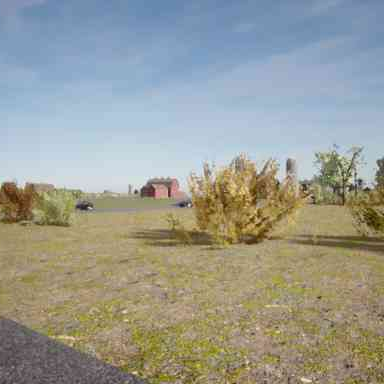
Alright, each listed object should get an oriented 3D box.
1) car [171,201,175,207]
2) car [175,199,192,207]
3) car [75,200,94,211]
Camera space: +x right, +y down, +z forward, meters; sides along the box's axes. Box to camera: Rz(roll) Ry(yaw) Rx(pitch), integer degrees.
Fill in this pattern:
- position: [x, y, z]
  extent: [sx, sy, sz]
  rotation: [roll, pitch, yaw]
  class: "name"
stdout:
- position: [-2.080, 2.113, 64.524]
  extent: [2.128, 1.511, 4.902]
  rotation: [-1, -1, 36]
  class: "car"
- position: [-0.358, 2.043, 60.834]
  extent: [1.837, 1.490, 4.892]
  rotation: [-1, -1, 36]
  class: "car"
- position: [-15.806, 1.870, 45.692]
  extent: [1.837, 1.490, 4.892]
  rotation: [-1, -1, 36]
  class: "car"
